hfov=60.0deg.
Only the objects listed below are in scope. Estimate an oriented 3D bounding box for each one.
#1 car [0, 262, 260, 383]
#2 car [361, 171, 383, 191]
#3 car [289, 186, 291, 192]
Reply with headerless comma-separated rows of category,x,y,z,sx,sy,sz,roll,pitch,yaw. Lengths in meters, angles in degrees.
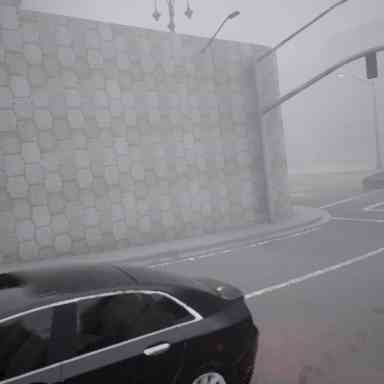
car,-1.539,1.515,2.893,4.892,1.490,1.837,0,0,-35
car,14.359,-0.890,23.618,1.994,1.385,4.181,-10,6,-35
car,6.066,-0.399,29.385,2.033,1.411,5.357,-10,6,-35
